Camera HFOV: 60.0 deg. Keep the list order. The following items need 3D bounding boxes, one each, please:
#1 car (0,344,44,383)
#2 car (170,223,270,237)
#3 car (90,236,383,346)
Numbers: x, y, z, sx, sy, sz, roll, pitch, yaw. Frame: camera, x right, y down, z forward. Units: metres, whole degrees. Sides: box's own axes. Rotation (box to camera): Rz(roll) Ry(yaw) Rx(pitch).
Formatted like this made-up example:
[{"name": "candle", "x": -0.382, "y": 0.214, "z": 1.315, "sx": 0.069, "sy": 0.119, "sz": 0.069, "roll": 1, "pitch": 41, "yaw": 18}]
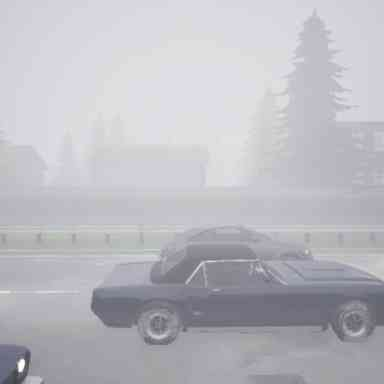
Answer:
[{"name": "car", "x": -3.611, "y": 1.600, "z": 2.133, "sx": 4.718, "sy": 1.301, "sz": 1.895, "roll": 0, "pitch": 0, "yaw": -2}, {"name": "car", "x": 1.145, "y": 1.568, "z": 9.268, "sx": 4.181, "sy": 1.385, "sz": 1.994, "roll": 0, "pitch": 0, "yaw": -2}, {"name": "car", "x": 0.849, "y": 1.603, "z": 5.758, "sx": 4.718, "sy": 1.301, "sz": 1.895, "roll": 0, "pitch": 0, "yaw": -2}]
